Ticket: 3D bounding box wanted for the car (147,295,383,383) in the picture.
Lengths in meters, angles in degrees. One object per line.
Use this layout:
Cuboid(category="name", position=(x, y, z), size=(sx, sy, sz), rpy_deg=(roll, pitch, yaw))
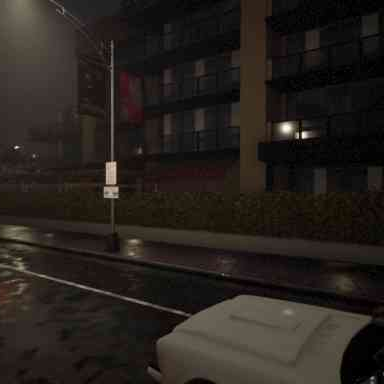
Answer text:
Cuboid(category="car", position=(1.909, 1.601, 2.637), size=(4.718, 1.301, 1.895), rpy_deg=(0, 0, 35))
